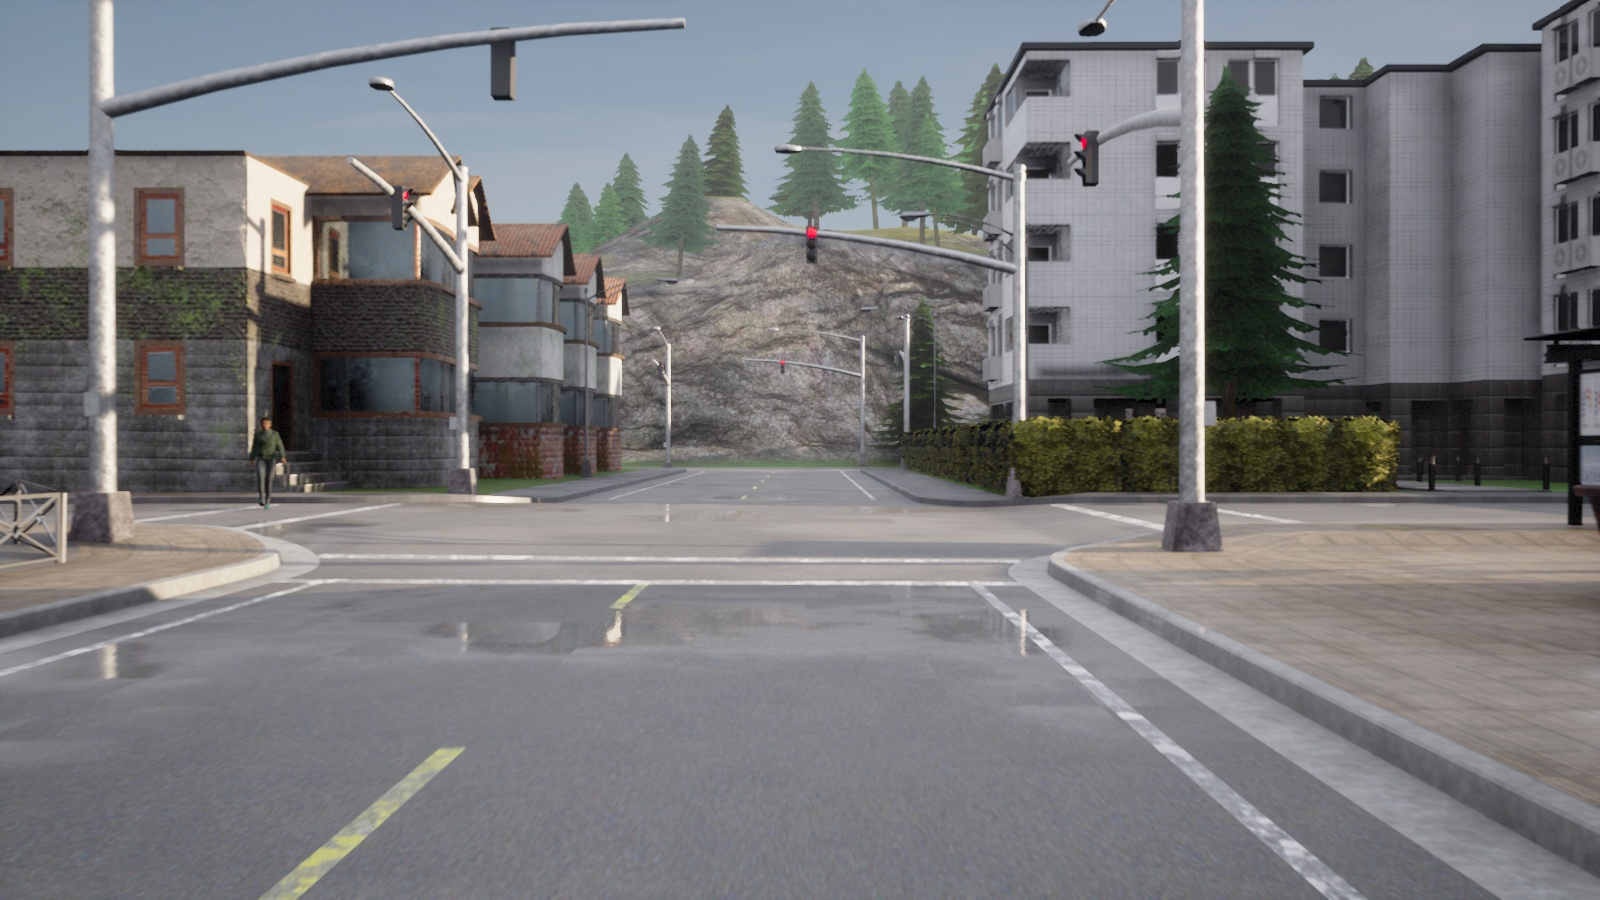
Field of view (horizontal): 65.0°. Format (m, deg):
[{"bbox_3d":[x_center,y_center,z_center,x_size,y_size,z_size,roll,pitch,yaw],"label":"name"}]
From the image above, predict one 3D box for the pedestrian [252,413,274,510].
[{"bbox_3d":[-10.364,0.222,24.236,0.353,1.847,0.614,0,0,-19],"label":"pedestrian"}]
